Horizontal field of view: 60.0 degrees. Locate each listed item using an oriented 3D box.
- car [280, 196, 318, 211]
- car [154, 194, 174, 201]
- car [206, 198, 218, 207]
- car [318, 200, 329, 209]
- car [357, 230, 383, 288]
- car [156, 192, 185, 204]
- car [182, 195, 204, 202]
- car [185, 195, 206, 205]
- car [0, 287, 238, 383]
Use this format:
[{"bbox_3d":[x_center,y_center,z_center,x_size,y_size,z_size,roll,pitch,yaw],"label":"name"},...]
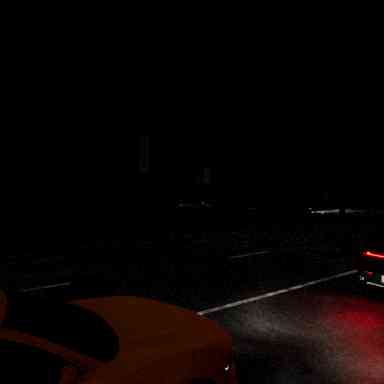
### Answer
[{"bbox_3d":[10.685,1.334,36.782,2.033,1.411,5.357,-1,0,-39],"label":"car"},{"bbox_3d":[-6.245,1.239,74.766,2.128,1.511,4.902,-1,0,-38],"label":"car"},{"bbox_3d":[4.536,1.269,44.417,1.882,1.535,5.008,-1,0,-39],"label":"car"},{"bbox_3d":[13.499,1.261,38.868,1.837,1.490,4.892,-1,0,-39],"label":"car"},{"bbox_3d":[5.848,1.468,7.937,4.892,1.490,1.837,0,0,-36],"label":"car"},{"bbox_3d":[-4.108,1.021,55.169,2.150,2.045,5.566,-1,0,-39],"label":"car"},{"bbox_3d":[0.104,1.309,66.988,1.895,1.301,4.718,-1,0,-39],"label":"car"},{"bbox_3d":[1.409,1.366,53.890,1.895,1.301,4.718,-1,0,-39],"label":"car"},{"bbox_3d":[-1.857,1.478,2.404,5.008,1.535,1.882,0,0,-36],"label":"car"}]
